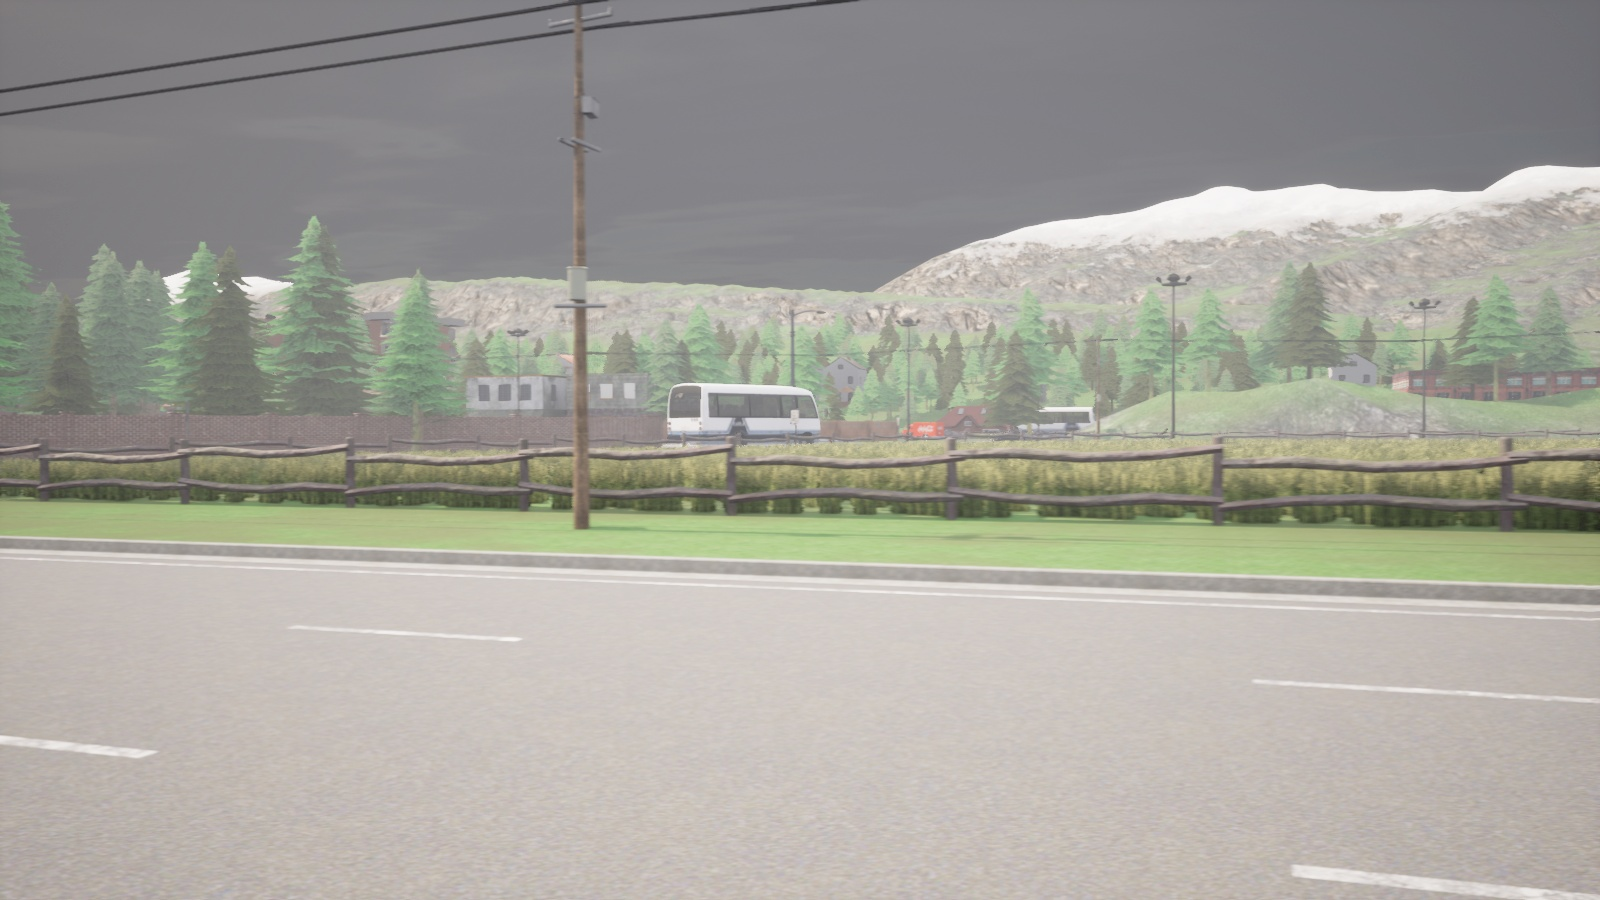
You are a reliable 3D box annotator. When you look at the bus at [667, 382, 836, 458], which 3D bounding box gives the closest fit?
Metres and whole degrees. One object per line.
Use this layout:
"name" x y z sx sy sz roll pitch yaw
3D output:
"bus" -2.771 -1.767 75.323 3.944 4.253 10.273 1 1 44
